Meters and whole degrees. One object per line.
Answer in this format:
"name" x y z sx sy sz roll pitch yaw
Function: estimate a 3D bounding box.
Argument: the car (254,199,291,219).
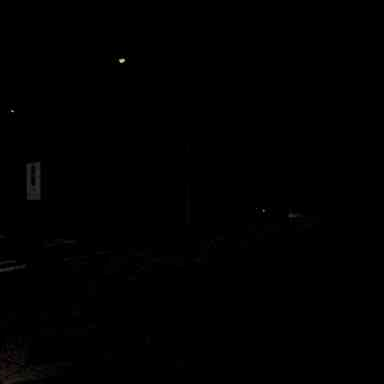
"car" 7.156 1.545 29.466 1.994 1.385 4.181 -1 0 35
